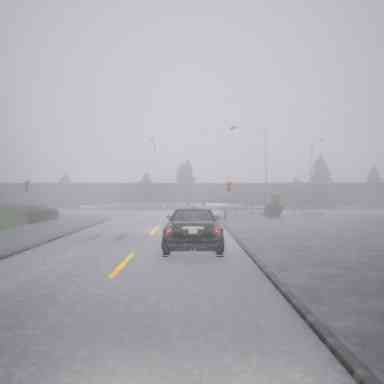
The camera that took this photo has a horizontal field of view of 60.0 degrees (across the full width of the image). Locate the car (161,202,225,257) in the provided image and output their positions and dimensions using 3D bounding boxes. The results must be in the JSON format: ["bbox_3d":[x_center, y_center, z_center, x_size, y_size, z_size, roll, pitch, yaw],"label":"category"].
[{"bbox_3d":[0.049,1.284,12.836,2.097,1.767,4.553,0,0,1],"label":"car"}]

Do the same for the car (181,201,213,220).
[{"bbox_3d":[0.483,1.459,27.257,1.895,1.301,4.718,0,0,10],"label":"car"}]
